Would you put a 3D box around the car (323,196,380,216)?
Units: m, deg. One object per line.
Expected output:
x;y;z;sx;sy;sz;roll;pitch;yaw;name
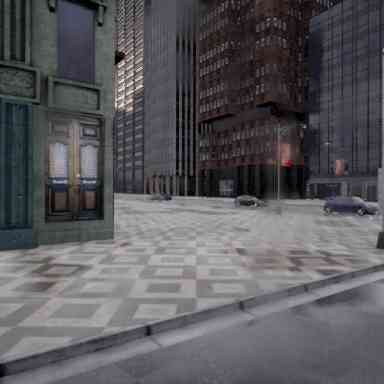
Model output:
14.272;1.135;29.792;2.097;1.767;4.553;0;1;-35;car

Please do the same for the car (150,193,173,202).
-5.411;0.896;57.885;2.033;1.411;5.357;0;1;-35;car

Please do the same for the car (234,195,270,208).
7.157;1.130;39.889;1.837;1.490;4.892;0;1;-36;car
